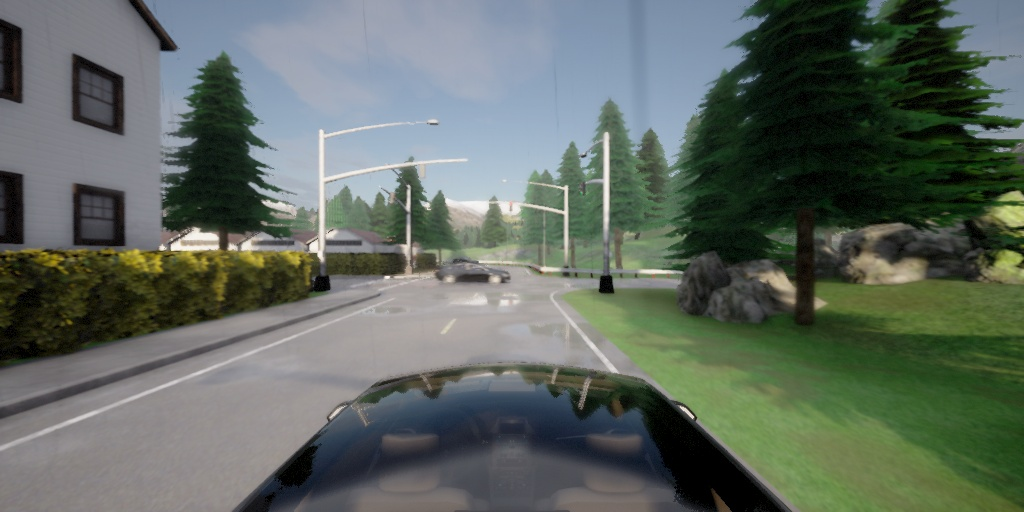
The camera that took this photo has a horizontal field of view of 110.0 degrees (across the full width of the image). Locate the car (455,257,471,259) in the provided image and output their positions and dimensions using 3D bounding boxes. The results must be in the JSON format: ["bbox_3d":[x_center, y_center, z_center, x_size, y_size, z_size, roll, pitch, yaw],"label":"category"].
[{"bbox_3d":[-7.546,0.863,57.746,5.008,1.535,1.882,0,0,38],"label":"car"}]

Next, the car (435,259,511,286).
[{"bbox_3d":[-2.548,1.163,23.385,4.902,1.511,2.128,1,0,0],"label":"car"}]
